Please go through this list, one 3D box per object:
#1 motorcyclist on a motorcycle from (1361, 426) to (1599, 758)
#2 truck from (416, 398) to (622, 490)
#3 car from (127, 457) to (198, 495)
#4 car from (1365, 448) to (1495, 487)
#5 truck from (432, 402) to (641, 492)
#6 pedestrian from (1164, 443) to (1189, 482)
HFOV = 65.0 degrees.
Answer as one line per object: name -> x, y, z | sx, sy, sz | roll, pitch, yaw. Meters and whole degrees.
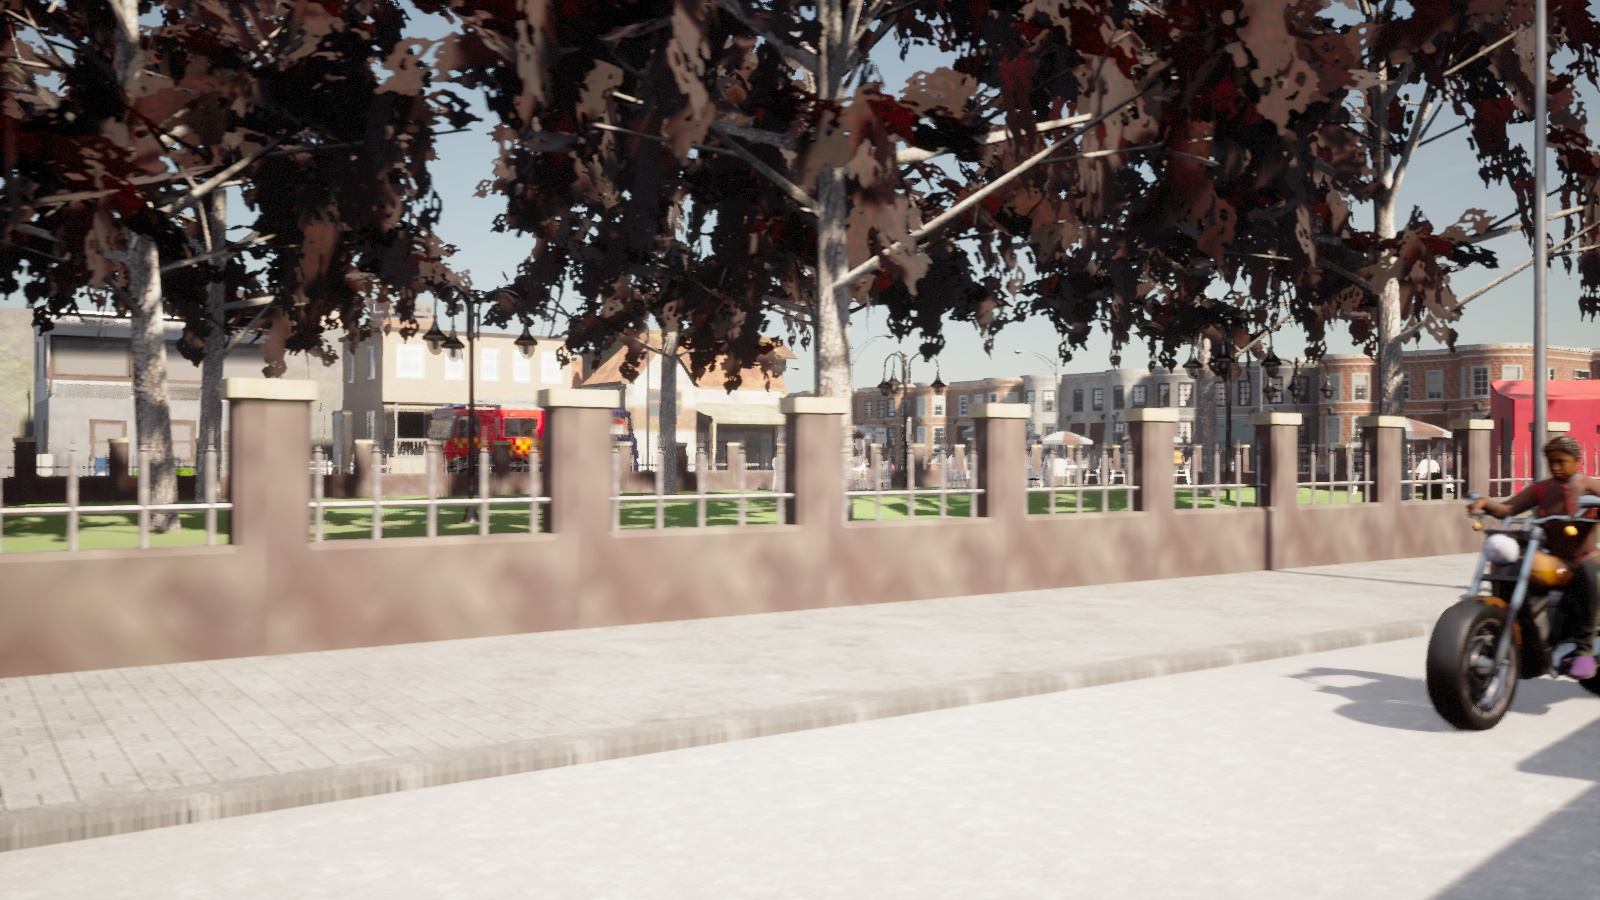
motorcyclist on a motorcycle -> 4.262, 0.704, 7.239 | 2.350, 1.649, 0.766 | 0, 0, -35
truck -> -12.365, -0.257, 55.705 | 8.468, 3.827, 2.891 | 0, 0, -35
car -> -24.119, 0.967, 47.524 | 2.207, 1.376, 1.481 | 0, 0, -35
car -> 28.307, 0.754, 56.550 | 2.033, 1.649, 4.856 | 0, 0, -35
truck -> -10.794, -0.089, 51.928 | 7.936, 3.462, 2.891 | 0, 0, -35
pedestrian -> 18.005, 0.598, 60.060 | 0.874, 1.855, 0.900 | 0, 0, -9
